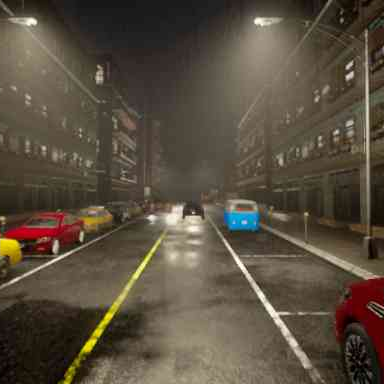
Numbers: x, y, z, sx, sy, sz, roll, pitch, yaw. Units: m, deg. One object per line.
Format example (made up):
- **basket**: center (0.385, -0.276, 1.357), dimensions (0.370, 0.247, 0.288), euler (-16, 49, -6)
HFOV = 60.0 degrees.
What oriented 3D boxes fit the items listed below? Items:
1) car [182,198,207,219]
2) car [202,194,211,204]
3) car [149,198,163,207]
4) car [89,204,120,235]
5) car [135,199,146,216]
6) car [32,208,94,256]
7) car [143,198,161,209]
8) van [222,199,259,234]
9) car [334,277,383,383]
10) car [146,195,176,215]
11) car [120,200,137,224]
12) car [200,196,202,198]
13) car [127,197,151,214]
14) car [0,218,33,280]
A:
- **car**: center (0.099, 1.527, 29.139), dimensions (1.812, 1.442, 4.674), euler (0, 0, 0)
- **car**: center (2.706, 1.326, 64.463), dimensions (2.192, 1.841, 5.009), euler (1, 0, 0)
- **car**: center (-5.645, 1.588, 53.033), dimensions (1.802, 1.307, 4.206), euler (1, 0, 0)
- **car**: center (-5.643, 1.525, 18.755), dimensions (1.752, 1.417, 4.829), euler (1, 0, 0)
- **car**: center (-5.643, 1.526, 30.123), dimensions (1.752, 1.417, 4.829), euler (1, 0, 0)
- **car**: center (-5.643, 1.544, 13.240), dimensions (1.887, 1.381, 4.507), euler (1, 0, 0)
- **car**: center (-5.644, 1.555, 47.348), dimensions (2.008, 1.369, 4.403), euler (1, 0, 0)
- **van**: center (2.707, 1.341, 18.985), dimensions (1.690, 1.788, 3.998), euler (1, 0, 0)
- **car**: center (2.709, 1.315, 1.930), dimensions (2.192, 1.841, 5.009), euler (1, 0, 0)
- **car**: center (-3.095, 1.354, 33.916), dimensions (2.097, 1.767, 4.553), euler (0, 0, 0)
- **car**: center (-5.643, 1.566, 24.609), dimensions (1.947, 1.339, 4.313), euler (1, 0, 0)
- **car**: center (0.100, 1.605, 46.048), dimensions (1.895, 1.301, 4.718), euler (0, 0, 0)
- **car**: center (-5.642, 1.442, 35.979), dimensions (1.967, 1.590, 4.097), euler (1, 0, 0)
- **car**: center (-5.642, 1.525, 7.384), dimensions (1.752, 1.417, 4.829), euler (1, 0, 0)
